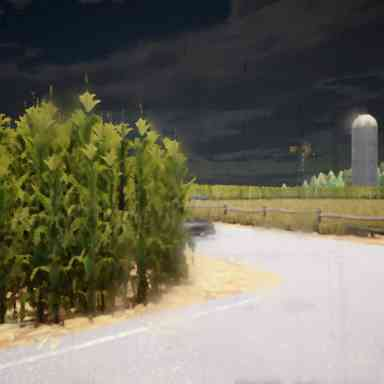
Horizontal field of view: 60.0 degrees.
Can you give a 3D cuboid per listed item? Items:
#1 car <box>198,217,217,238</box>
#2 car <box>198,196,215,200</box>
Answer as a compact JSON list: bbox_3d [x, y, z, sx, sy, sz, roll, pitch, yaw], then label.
[{"bbox_3d":[-1.026,1.550,17.316,2.033,1.411,5.357,0,0,-35],"label":"car"},{"bbox_3d":[2.137,1.417,61.759,5.008,1.535,1.882,0,0,-35],"label":"car"}]
